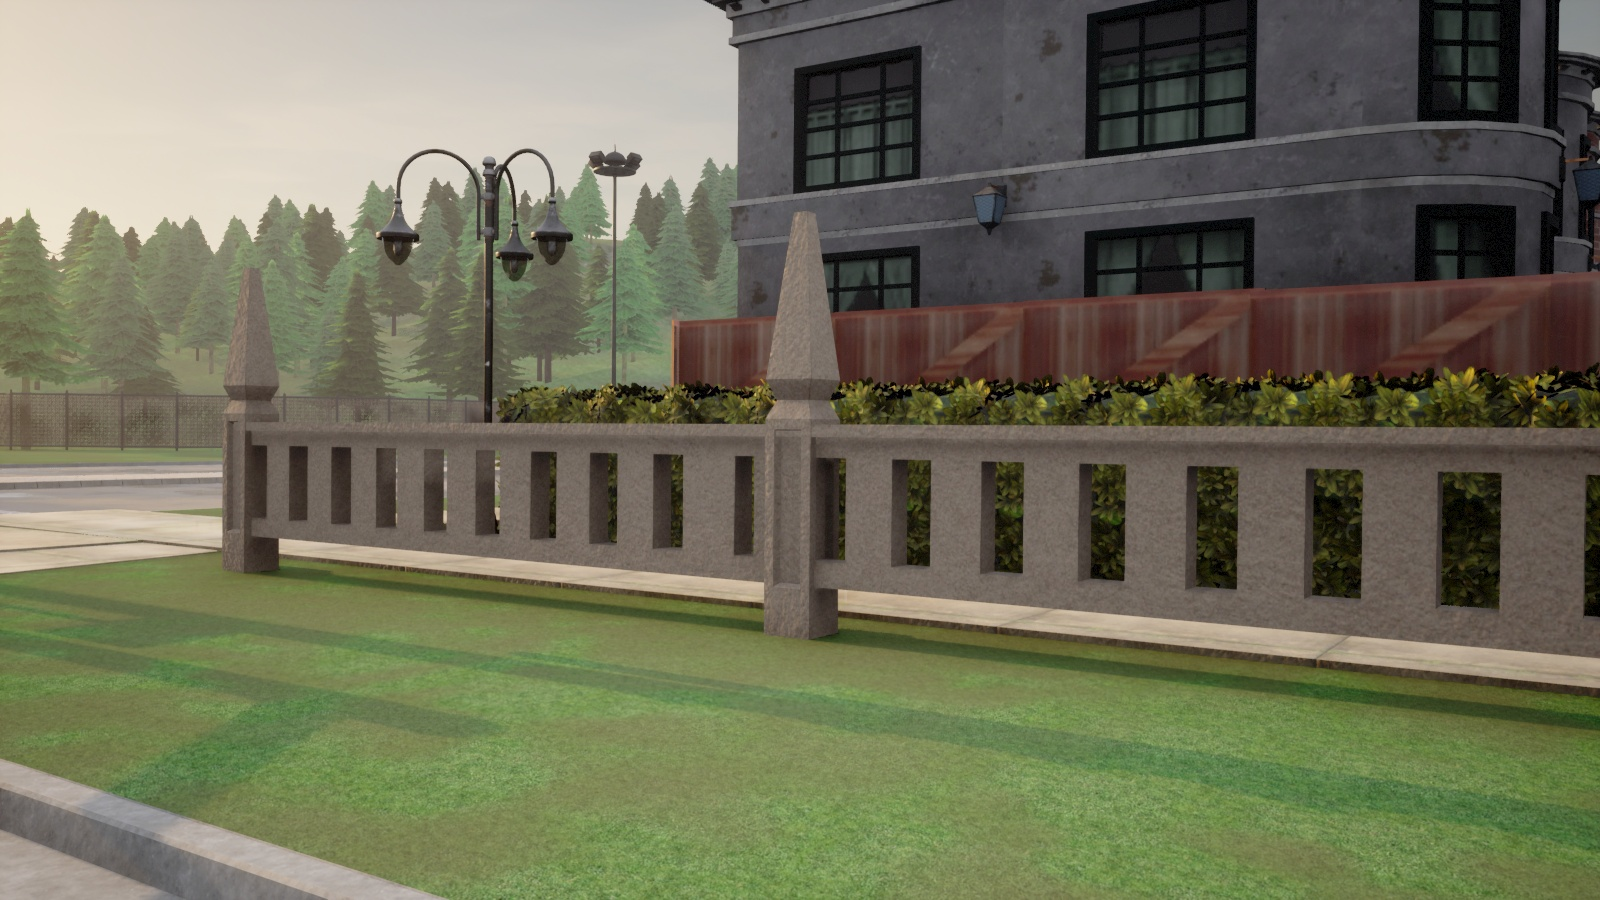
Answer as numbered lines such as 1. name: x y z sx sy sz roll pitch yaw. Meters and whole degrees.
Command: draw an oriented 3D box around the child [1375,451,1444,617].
1. child: 4.193 0.564 8.639 0.394 1.110 0.255 0 1 34
